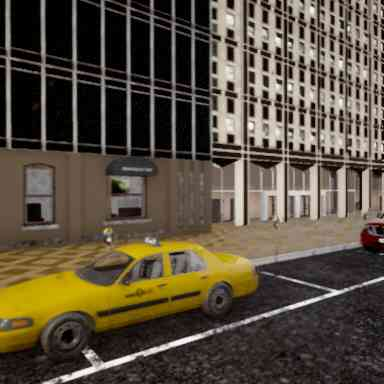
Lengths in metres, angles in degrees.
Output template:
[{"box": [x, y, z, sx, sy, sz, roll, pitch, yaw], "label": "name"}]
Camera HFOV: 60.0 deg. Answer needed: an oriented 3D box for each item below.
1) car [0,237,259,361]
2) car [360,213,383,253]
[{"box": [-0.935, 1.525, 5.897, 4.829, 1.417, 1.752, 0, 0, -36], "label": "car"}, {"box": [8.468, 1.309, 12.610, 5.009, 1.841, 2.192, 0, 0, -36], "label": "car"}]
